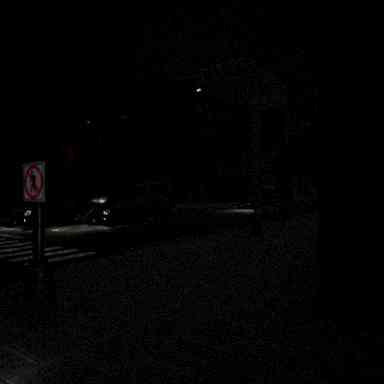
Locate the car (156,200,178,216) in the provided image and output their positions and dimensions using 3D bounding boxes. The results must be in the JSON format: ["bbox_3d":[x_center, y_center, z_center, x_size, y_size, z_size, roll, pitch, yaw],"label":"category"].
[{"bbox_3d":[-3.213,1.463,31.525,1.994,1.385,4.181,0,0,35],"label":"car"}]

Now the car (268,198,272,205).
[{"bbox_3d":[10.383,1.347,50.586,2.033,1.411,5.357,0,0,36],"label":"car"}]

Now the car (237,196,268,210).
[{"bbox_3d":[7.173,1.342,40.547,1.837,1.490,4.892,0,0,35],"label":"car"}]

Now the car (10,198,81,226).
[{"bbox_3d":[-9.653,1.299,22.428,2.097,1.767,4.553,0,0,35],"label":"car"}]

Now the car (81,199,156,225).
[{"bbox_3d":[-5.038,1.279,23.319,2.097,1.767,4.553,0,0,35],"label":"car"}]
